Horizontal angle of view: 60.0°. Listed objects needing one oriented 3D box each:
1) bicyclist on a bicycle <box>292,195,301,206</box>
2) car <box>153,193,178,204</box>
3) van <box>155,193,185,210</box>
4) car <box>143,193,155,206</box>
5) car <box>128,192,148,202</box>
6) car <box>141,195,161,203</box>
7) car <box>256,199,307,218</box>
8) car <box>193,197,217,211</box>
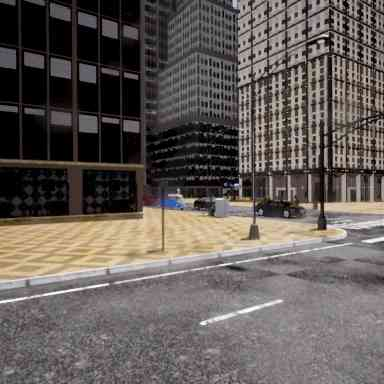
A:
[{"bbox_3d":[12.028,1.118,38.473,1.656,1.620,0.582,-1,1,-34],"label":"bicyclist on a bicycle"},{"bbox_3d":[-4.721,1.035,58.011,2.192,1.841,5.009,0,0,-34],"label":"car"},{"bbox_3d":[-2.361,1.210,39.550,1.690,1.788,3.998,0,0,-34],"label":"van"},{"bbox_3d":[-5.326,1.330,48.592,1.812,1.442,4.674,-1,1,-34],"label":"car"},{"bbox_3d":[-10.924,0.981,67.191,2.192,1.841,5.009,0,0,-34],"label":"car"},{"bbox_3d":[-7.822,1.238,62.602,1.887,1.381,4.507,0,0,-34],"label":"car"},{"bbox_3d":[7.722,1.419,29.245,1.837,1.490,4.892,-1,1,-34],"label":"car"},{"bbox_3d":[2.070,1.358,37.613,2.128,1.511,4.902,-1,1,-34],"label":"car"}]
